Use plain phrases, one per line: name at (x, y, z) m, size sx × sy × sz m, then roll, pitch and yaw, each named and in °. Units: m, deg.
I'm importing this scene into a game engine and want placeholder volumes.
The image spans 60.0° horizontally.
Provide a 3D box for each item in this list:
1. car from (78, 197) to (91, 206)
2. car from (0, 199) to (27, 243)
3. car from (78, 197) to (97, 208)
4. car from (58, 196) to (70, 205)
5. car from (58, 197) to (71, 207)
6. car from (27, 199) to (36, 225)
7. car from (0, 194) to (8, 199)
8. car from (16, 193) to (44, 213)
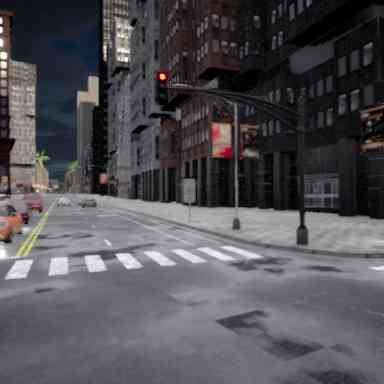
car at (-18.495, 1.618, 57.206) m, size 1.895 × 1.301 × 4.718 m, roll 0°, pitch 0°, yaw -21°
car at (-9.394, 1.377, 15.665) m, size 2.097 × 1.767 × 4.553 m, roll 0°, pitch 0°, yaw -19°
car at (-14.703, 1.513, 47.536) m, size 2.128 × 1.511 × 4.902 m, roll 0°, pitch 0°, yaw -21°
car at (-23.630, 1.568, 61.399) m, size 2.033 × 1.411 × 5.357 m, roll 0°, pitch 0°, yaw -21°
car at (-20.002, 1.553, 52.150) m, size 1.812 × 1.442 × 4.674 m, roll 0°, pitch 0°, yaw -21°
car at (-12.767, 1.511, 24.249) m, size 1.882 × 1.535 × 5.008 m, roll 0°, pitch 0°, yaw -21°
car at (-19.878, 1.270, 33.507) m, size 2.150 × 2.045 × 5.566 m, roll 0°, pitch 0°, yaw -21°
car at (-17.840, 1.259, 37.219) m, size 2.150 × 2.045 × 5.566 m, roll 0°, pitch 0°, yaw -21°
